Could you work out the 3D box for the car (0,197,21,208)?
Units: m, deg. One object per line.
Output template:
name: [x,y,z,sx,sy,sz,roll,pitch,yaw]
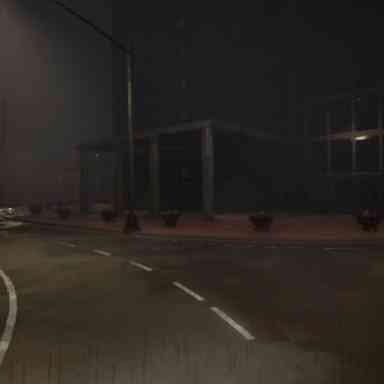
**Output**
car: [-29.536,1.690,54.019,2.097,1.767,4.553,-1,0,-9]
